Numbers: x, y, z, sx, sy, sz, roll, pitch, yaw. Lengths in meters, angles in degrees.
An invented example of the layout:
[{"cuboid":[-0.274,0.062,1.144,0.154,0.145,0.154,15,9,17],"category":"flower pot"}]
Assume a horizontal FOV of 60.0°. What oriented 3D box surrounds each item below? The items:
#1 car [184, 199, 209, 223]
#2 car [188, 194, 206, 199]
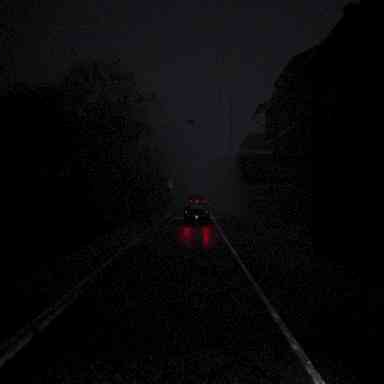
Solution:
[{"cuboid":[0.349,1.536,25.375,1.812,1.442,4.674,0,0,1],"category":"car"},{"cuboid":[0.623,1.330,43.033,2.150,2.045,5.566,0,-1,1],"category":"car"}]
